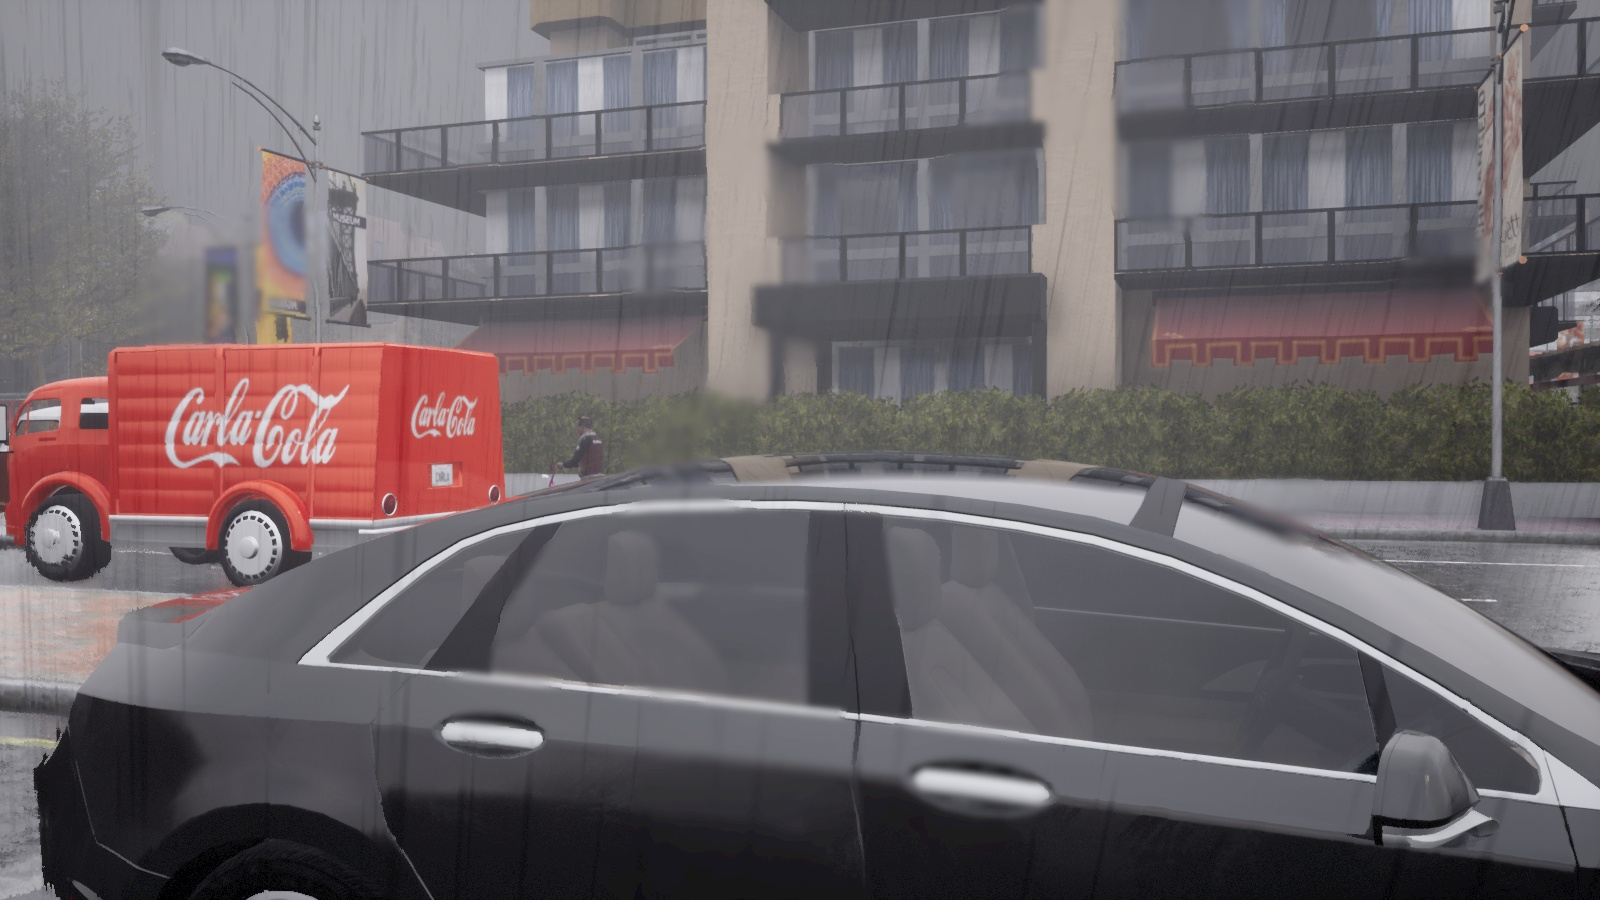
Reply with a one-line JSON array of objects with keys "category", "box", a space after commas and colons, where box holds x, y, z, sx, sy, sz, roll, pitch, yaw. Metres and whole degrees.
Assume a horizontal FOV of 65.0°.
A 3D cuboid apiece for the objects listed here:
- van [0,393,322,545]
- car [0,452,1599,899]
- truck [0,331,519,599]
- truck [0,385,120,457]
[{"category": "van", "box": [-9.596, 0.218, 18.508, 4.480, 2.038, 2.069, 1, 1, 19]}, {"category": "car", "box": [0.540, 0.785, 3.011, 4.892, 1.490, 1.837, 1, 1, 19]}, {"category": "truck", "box": [-6.039, 0.099, 13.653, 5.204, 2.467, 2.627, 1, 1, 19]}, {"category": "truck", "box": [-42.201, -1.612, 69.671, 8.468, 3.827, 2.891, 1, 1, 19]}]
